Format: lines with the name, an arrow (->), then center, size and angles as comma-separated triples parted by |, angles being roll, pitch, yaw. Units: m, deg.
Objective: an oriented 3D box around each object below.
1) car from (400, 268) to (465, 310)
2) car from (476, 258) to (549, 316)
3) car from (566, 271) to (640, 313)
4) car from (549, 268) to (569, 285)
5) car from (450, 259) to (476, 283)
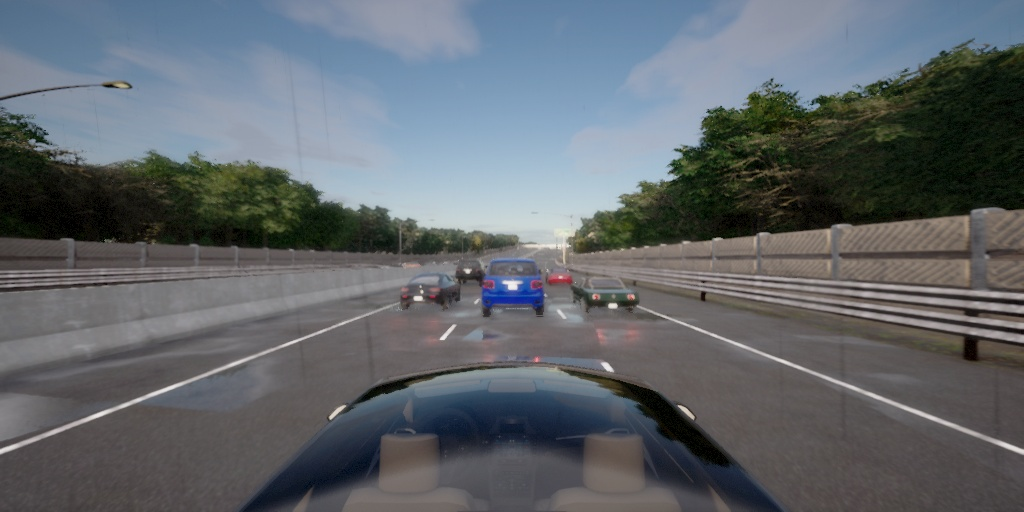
car -> -3.400, 1.416, 15.496 | 1.812, 1.442, 4.674 | 0, 0, 1
car -> 0.065, 1.100, 14.128 | 2.150, 2.045, 5.566 | 0, 0, 1
car -> 3.582, 1.484, 14.773 | 1.895, 1.301, 4.718 | 0, -1, 1
car -> 3.844, 1.641, 29.784 | 1.994, 1.385, 4.181 | 0, -1, 2
car -> -3.186, 1.290, 29.107 | 2.150, 2.045, 5.566 | 0, 0, 2
